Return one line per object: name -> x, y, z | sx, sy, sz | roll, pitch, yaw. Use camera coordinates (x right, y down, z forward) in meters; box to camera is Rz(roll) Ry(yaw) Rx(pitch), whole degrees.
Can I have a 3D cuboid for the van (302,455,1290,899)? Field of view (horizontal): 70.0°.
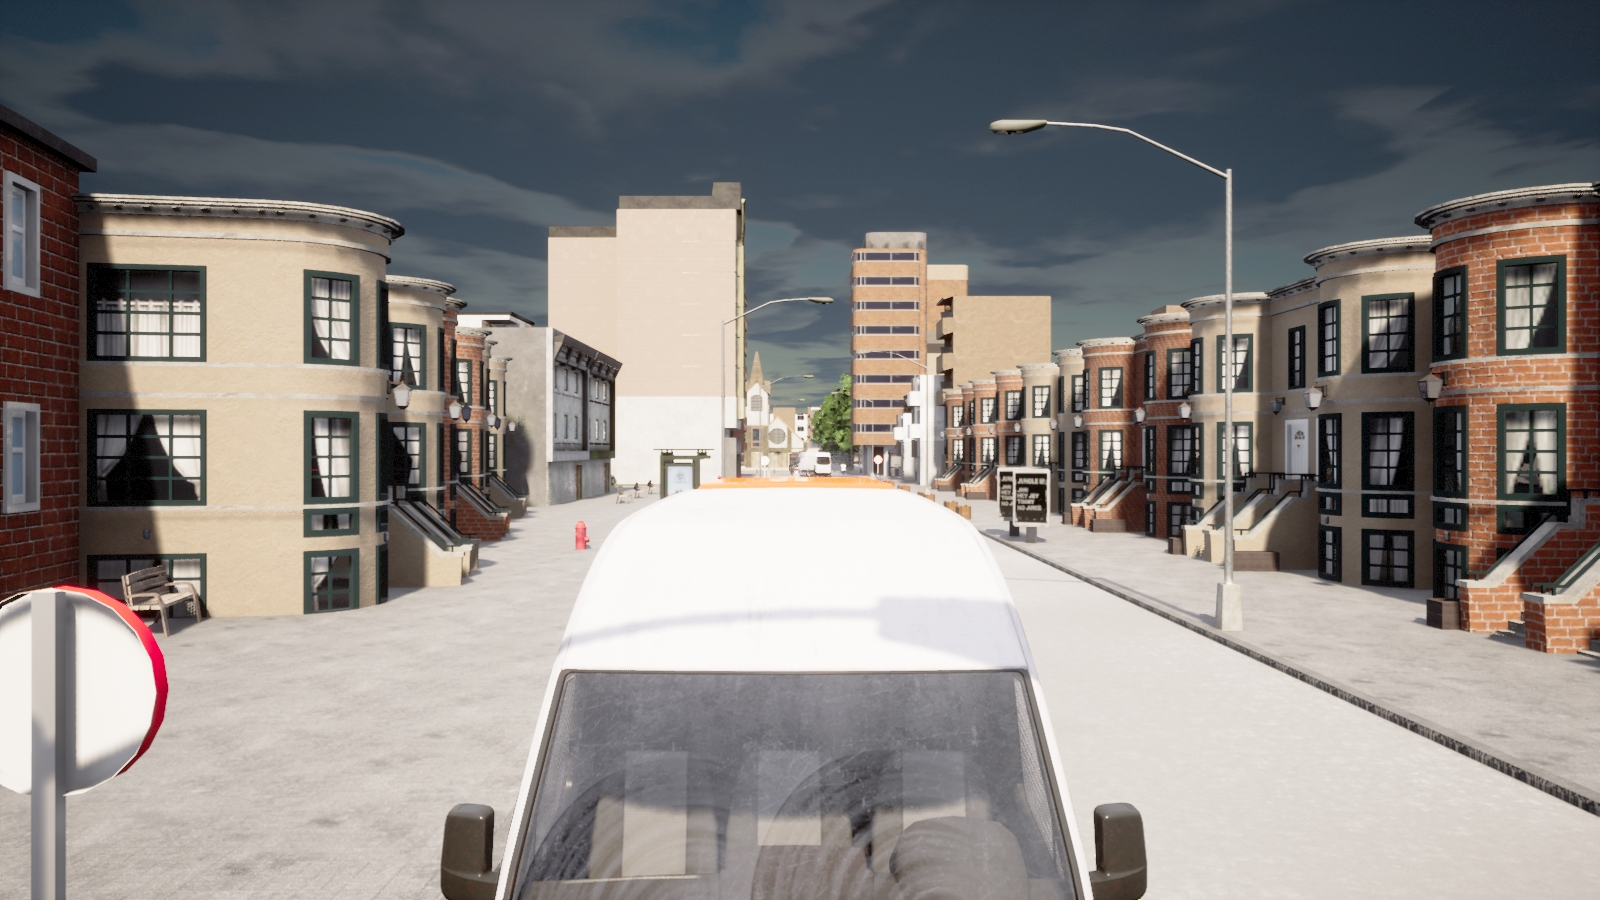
van -> -0.017, 1.313, 5.256 | 1.988, 2.561, 5.915 | 0, 0, 0
